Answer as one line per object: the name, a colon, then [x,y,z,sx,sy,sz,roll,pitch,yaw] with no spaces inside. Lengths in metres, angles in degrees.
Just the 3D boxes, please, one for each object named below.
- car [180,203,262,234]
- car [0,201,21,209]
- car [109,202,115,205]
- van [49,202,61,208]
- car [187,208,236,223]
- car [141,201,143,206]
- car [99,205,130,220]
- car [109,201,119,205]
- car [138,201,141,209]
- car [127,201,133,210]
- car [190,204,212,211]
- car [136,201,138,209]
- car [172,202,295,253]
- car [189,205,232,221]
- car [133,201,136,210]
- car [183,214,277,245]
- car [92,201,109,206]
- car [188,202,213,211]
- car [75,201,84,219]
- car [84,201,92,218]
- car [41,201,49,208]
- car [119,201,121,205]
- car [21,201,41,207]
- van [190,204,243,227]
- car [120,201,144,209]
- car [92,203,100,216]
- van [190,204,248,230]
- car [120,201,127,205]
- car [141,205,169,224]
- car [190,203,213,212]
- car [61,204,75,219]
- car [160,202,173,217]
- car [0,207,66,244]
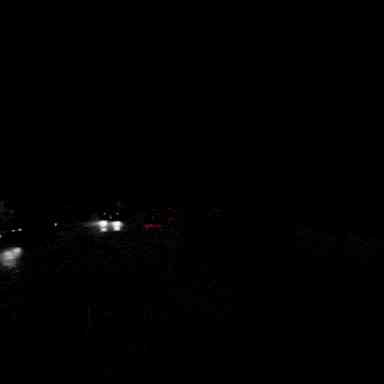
car: [2.143,1.977,24.784,5.566,2.045,2.435,3,-1,-20]
car: [-14.798,1.576,21.972,5.566,2.045,2.435,1,-1,-20]
car: [-14.660,2.581,49.240,5.366,1.575,1.946,1,-2,-20]
van: [-14.904,1.853,31.009,4.442,1.987,1.878,1,-1,-20]
car: [2.134,2.559,36.617,4.892,1.521,2.231,2,-2,-20]
car: [-14.903,3.415,79.384,4.892,1.521,2.231,1,-2,-20]
car: [-8.870,2.513,38.407,1.895,1.301,4.718,1,-2,0]
car: [-14.806,2.414,52.208,5.566,2.045,2.435,1,-2,-20]
car: [-14.860,3.205,76.374,4.553,1.767,2.185,1,-1,-20]
car: [-14.838,2.747,64.298,5.566,2.045,2.435,1,-2,-20]
car: [2.050,3.740,78.030,4.674,1.452,2.002,3,-2,-20]
car: [-14.914,3.121,73.337,4.553,1.767,2.185,1,-2,-20]
car: [2.206,1.732,15.945,5.566,2.045,2.435,2,-2,-20]
car: [2.161,2.516,39.594,4.553,1.767,2.185,2,-1,-20]
car: [-14.902,3.038,70.311,4.553,1.767,2.185,1,-2,-20]
car: [2.153,2.093,18.853,4.792,1.488,2.163,2,-1,-20]
car: [-14.853,2.247,46.147,5.566,2.045,2.435,1,-1,-20]
car: [2.076,3.531,81.013,5.566,2.045,2.435,2,-2,-20]
car: [-14.771,2.123,37.092,4.553,1.767,2.185,1,-1,-20]
car: [-14.786,2.206,40.121,4.553,1.767,2.185,1,-1,-20]
car: [-14.824,1.871,28.025,4.553,1.767,2.185,1,-2,-20]
car: [-14.833,2.749,55.207,4.892,1.521,2.231,1,-1,-20]
car: [-14.763,1.662,25.031,5.566,2.045,2.435,1,-2,-20]
van: [2.263,2.173,30.758,4.442,1.987,1.878,2,-2,-20]
car: [-14.923,3.245,82.394,5.566,2.045,2.435,1,-1,-20]
car: [-14.792,2.445,43.139,4.792,1.488,2.163,1,-2,-20]
van: [2.268,2.091,27.800,4.442,1.987,1.878,2,-2,-20]
car: [-14.881,2.580,58.233,5.566,2.045,2.435,1,-1,-20]
car: [-3.759,2.373,34.330,1.882,1.535,5.008,1,-2,0]
car: [2.097,3.413,72.128,4.553,1.767,2.185,3,-1,-20]
car: [-14.811,2.165,34.069,4.892,1.521,2.231,1,-2,-20]
car: [-3.784,2.531,49.291,2.150,2.045,5.566,1,-1,0]
car: [-8.921,1.824,17.810,2.128,1.511,4.902,1,-1,0]
